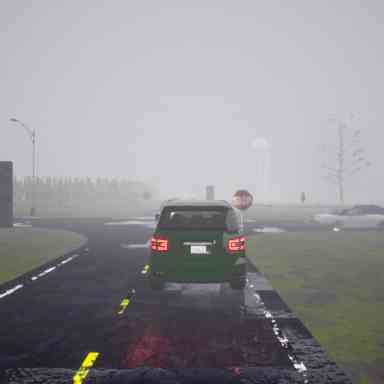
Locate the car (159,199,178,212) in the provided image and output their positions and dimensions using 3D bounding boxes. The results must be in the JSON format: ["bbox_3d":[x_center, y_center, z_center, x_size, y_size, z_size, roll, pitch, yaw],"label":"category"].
[{"bbox_3d":[-2.733,1.586,39.487,1.994,1.385,4.181,0,0,0],"label":"car"}]

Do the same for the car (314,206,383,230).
[{"bbox_3d":[10.830,1.798,22.275,4.718,1.301,1.895,1,1,0],"label":"car"}]

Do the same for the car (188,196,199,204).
[{"bbox_3d":[0.275,1.612,67.437,2.033,1.411,5.357,0,0,0],"label":"car"}]

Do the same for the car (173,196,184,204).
[{"bbox_3d":[-2.618,1.608,65.357,2.033,1.411,5.357,0,0,1],"label":"car"}]

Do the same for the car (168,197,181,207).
[{"bbox_3d":[-2.702,1.563,51.502,1.812,1.442,4.674,0,0,0],"label":"car"}]

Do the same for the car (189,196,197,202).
[{"bbox_3d":[0.205,1.618,80.595,1.812,1.442,4.674,0,0,0],"label":"car"}]

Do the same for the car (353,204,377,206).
[{"bbox_3d":[12.915,1.670,25.355,5.008,1.535,1.882,1,1,0],"label":"car"}]

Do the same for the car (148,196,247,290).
[{"bbox_3d":[0.111,1.222,9.198,2.150,2.045,5.566,0,0,0],"label":"car"}]
